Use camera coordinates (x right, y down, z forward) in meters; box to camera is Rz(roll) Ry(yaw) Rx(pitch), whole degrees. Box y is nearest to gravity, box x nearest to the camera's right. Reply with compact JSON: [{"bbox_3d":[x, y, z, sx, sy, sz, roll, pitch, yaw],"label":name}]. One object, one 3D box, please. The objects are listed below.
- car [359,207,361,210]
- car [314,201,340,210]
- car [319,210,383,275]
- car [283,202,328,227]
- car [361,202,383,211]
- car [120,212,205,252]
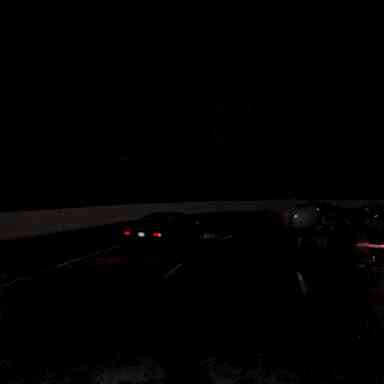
[{"bbox_3d":[19.634,1.759,35.532,4.181,1.385,1.994,0,0,-36],"label":"car"},{"bbox_3d":[13.991,1.703,36.097,5.357,1.411,2.033,0,0,-40],"label":"car"},{"bbox_3d":[5.448,1.546,10.325,2.128,1.511,4.902,0,0,15],"label":"car"},{"bbox_3d":[8.052,1.658,23.826,1.994,1.385,4.181,0,0,33],"label":"car"},{"bbox_3d":[16.910,1.765,29.080,4.718,1.301,1.895,0,0,-44],"label":"car"},{"bbox_3d":[-0.986,1.564,14.134,2.033,1.411,5.357,0,0,19],"label":"car"}]
